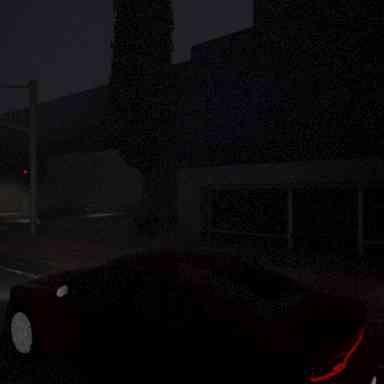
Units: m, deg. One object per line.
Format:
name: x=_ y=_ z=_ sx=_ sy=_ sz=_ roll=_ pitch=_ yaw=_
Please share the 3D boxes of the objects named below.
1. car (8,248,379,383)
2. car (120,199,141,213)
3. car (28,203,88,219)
car: x=-0.460 y=1.493 z=4.320 sx=5.008 sy=1.535 sz=1.882 roll=0 pitch=0 yaw=35
car: x=-6.487 y=1.653 z=39.836 sx=2.128 sy=1.511 sz=4.902 roll=0 pitch=0 yaw=36
car: x=-12.491 y=1.710 z=31.478 sx=2.033 sy=1.411 sz=5.357 roll=0 pitch=0 yaw=36
